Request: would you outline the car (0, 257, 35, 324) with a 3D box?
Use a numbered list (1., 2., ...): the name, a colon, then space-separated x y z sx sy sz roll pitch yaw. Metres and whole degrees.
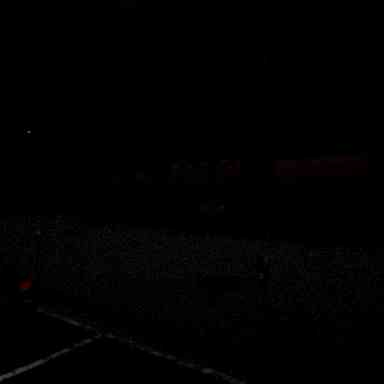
1. car: -4.503 1.628 6.043 4.206 1.307 1.802 0 -1 36
